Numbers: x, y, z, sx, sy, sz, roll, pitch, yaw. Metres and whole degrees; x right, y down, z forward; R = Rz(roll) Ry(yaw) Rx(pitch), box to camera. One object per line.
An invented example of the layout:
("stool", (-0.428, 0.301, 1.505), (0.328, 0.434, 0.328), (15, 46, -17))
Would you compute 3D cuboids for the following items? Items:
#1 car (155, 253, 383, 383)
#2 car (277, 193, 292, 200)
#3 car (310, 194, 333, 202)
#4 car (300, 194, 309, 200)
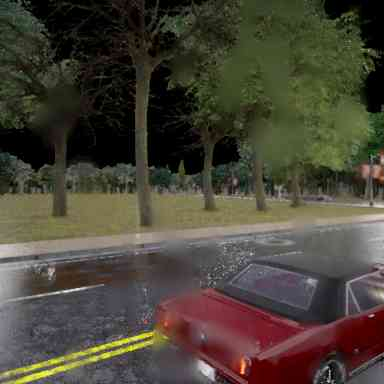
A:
("car", (1.951, 1.599, 4.840), (4.718, 1.301, 1.895), (0, 0, -36))
("car", (24.859, 1.323, 86.529), (1.895, 1.301, 4.718), (0, 0, -12))
("car", (28.173, 1.321, 71.345), (2.128, 1.511, 4.902), (0, 0, -12))
("car", (27.997, 1.275, 87.394), (1.994, 1.385, 4.181), (0, 0, -12))
